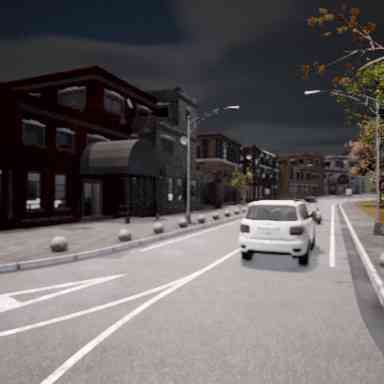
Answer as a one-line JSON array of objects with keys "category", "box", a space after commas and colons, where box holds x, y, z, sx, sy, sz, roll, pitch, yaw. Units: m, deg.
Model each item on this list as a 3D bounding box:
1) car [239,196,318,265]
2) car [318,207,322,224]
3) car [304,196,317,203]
[{"category": "car", "box": [3.359, 1.320, 12.480, 2.150, 2.045, 5.566, 0, 0, 23]}, {"category": "car", "box": [9.259, 1.724, 26.387, 1.895, 1.301, 4.718, 0, 0, 23]}, {"category": "car", "box": [24.637, 1.559, 69.221, 1.895, 1.301, 4.718, 0, 0, 29]}]
